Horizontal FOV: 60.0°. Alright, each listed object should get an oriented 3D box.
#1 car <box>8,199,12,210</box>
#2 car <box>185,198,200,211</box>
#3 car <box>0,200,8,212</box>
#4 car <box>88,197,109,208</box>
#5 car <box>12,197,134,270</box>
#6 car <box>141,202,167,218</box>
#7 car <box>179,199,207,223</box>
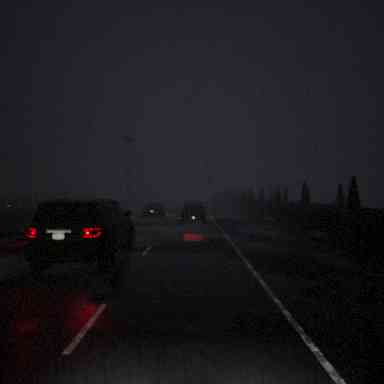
[{"bbox_3d":[-21.056,1.564,39.663,1.837,1.490,4.892,0,-1,0],"label":"car"},{"bbox_3d":[0.097,1.590,42.915,1.812,1.442,4.674,0,0,0],"label":"car"},{"bbox_3d":[-17.590,1.537,27.253,1.837,1.490,4.892,0,0,0],"label":"car"},{"bbox_3d":[-14.015,1.586,50.039,1.837,1.490,4.892,0,-1,0],"label":"car"},{"bbox_3d":[-3.401,1.228,11.149,2.150,2.045,5.566,0,0,0],"label":"car"},{"bbox_3d":[-3.401,1.603,30.302,1.994,1.385,4.181,0,0,0],"label":"car"},{"bbox_3d":[0.099,1.535,25.638,1.837,1.490,4.892,0,0,0],"label":"car"}]
